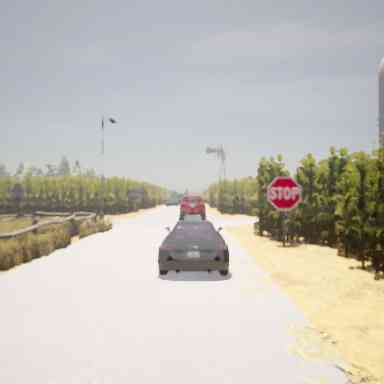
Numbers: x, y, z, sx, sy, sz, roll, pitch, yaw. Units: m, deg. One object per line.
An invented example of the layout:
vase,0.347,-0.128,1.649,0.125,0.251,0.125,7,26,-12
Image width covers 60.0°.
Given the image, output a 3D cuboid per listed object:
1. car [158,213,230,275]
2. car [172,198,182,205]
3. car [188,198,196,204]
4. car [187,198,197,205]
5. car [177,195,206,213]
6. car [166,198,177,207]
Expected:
car,0.063,1.566,10.506,1.994,1.385,4.181,0,0,1
car,-3.109,2.020,69.626,1.837,1.490,4.892,0,-2,0
car,-0.011,2.115,81.324,1.994,1.385,4.181,0,-1,0
car,-0.009,2.018,70.907,1.882,1.535,5.008,0,-1,0
car,0.062,1.289,29.644,2.150,2.045,5.566,-1,0,0
car,-3.171,1.743,54.368,1.994,1.385,4.181,0,-1,0
